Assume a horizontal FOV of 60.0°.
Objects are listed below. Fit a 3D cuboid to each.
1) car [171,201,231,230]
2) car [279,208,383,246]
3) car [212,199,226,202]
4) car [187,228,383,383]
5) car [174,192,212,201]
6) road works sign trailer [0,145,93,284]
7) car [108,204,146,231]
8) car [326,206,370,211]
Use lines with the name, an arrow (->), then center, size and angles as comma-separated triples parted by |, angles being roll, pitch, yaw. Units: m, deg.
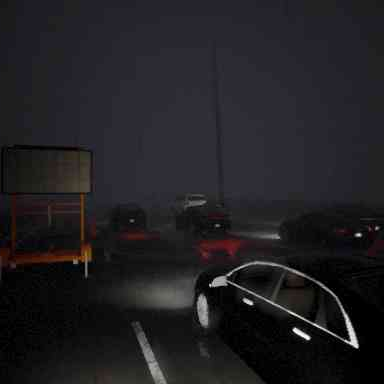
car -> 0.431, 1.477, 18.345 | 1.882, 1.535, 5.008 | 0, 0, -19
car -> 5.517, 1.564, 14.197 | 1.994, 1.385, 4.181 | 0, 0, -19
car -> 2.374, 1.491, 34.554 | 2.128, 1.511, 4.902 | 0, 0, -19
car -> 1.505, 1.504, 4.149 | 1.837, 1.490, 4.892 | 0, 0, -19
car -> -0.366, 1.218, 31.718 | 2.150, 2.045, 5.566 | 0, 0, -18
road works sign trailer -> -4.179, 0.464, 9.771 | 2.380, 3.560, 2.880 | 0, 0, -19
car -> -4.171, 1.477, 21.058 | 1.882, 1.535, 5.008 | 0, 0, -19
car -> 7.943, 1.489, 17.963 | 2.128, 1.511, 4.902 | 0, 0, -19
